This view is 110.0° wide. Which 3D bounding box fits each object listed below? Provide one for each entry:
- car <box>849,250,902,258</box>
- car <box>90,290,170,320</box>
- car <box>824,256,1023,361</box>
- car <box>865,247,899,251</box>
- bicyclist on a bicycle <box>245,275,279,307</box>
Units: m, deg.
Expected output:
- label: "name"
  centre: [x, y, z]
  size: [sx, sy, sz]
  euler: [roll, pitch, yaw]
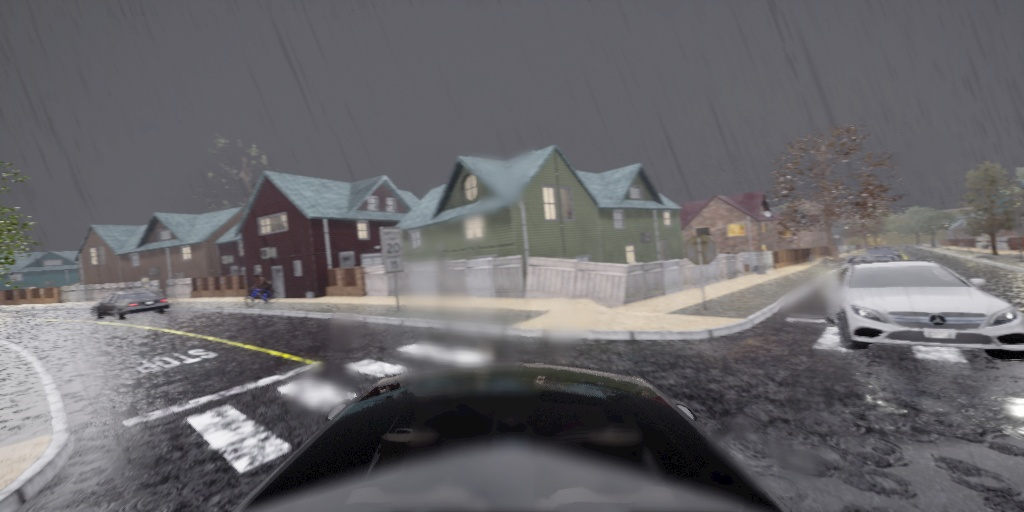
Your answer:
- label: "car"
  centre: [15.537, 0.595, 15.483]
  size: [4.718, 1.301, 1.895]
  euler: [-2, -2, -43]
- label: "car"
  centre: [-21.103, 2.640, 19.791]
  size: [5.357, 1.411, 2.033]
  euler: [-4, 2, 27]
- label: "car"
  centre: [7.335, 0.821, 6.895]
  size: [1.812, 1.442, 4.674]
  euler: [-5, -3, 36]
- label: "car"
  centre: [24.342, 0.189, 23.777]
  size: [5.357, 1.411, 2.033]
  euler: [-2, -2, -43]
- label: "bicyclist on a bicycle"
  centre: [-13.098, 1.782, 18.772]
  size: [0.582, 1.620, 1.656]
  euler: [-4, 2, 31]
